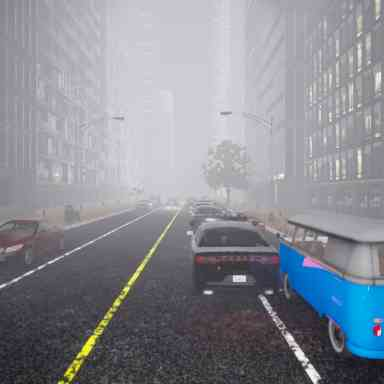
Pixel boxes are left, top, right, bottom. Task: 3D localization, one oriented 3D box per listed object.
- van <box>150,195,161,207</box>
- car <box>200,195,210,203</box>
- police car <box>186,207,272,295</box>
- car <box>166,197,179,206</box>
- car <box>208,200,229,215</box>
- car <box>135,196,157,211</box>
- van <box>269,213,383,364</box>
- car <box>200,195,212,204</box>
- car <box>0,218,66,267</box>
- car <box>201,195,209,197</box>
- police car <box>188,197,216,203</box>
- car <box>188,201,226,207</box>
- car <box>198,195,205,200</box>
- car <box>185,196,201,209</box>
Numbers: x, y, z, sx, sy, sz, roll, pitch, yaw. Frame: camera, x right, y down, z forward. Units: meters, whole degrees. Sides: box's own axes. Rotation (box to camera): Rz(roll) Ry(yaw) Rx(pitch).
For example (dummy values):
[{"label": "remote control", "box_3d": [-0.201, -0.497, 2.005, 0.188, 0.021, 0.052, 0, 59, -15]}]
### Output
[{"label": "van", "box_3d": [-5.760, 1.328, 51.240, 1.690, 1.788, 3.998, 0, 0, 0]}, {"label": "car", "box_3d": [2.597, 1.401, 68.325, 1.967, 1.590, 4.097, 0, 0, 0]}, {"label": "police car", "box_3d": [0.888, 1.425, 8.835, 1.930, 1.638, 5.238, 0, 0, 0]}, {"label": "car", "box_3d": [-3.073, 1.477, 52.770, 2.128, 1.511, 4.902, 0, 0, 0]}, {"label": "car", "box_3d": [2.643, 1.581, 34.171, 1.802, 1.307, 4.206, 0, 0, 0]}, {"label": "car", "box_3d": [-5.745, 1.548, 39.855, 2.008, 1.369, 4.403, 0, 0, 0]}, {"label": "van", "box_3d": [2.683, 1.341, 5.709, 1.690, 1.788, 3.998, 0, 0, 0]}, {"label": "car", "box_3d": [2.605, 1.410, 62.633, 1.967, 1.590, 4.097, 0, 0, 0]}, {"label": "car", "box_3d": [-5.706, 1.582, 11.392, 1.802, 1.307, 4.206, 0, 0, 0]}, {"label": "car", "box_3d": [2.628, 1.544, 45.555, 2.008, 1.369, 4.403, 0, 0, 0]}, {"label": "police car", "box_3d": [0.866, 1.425, 24.835, 1.930, 1.638, 5.238, 0, 0, 0]}, {"label": "car", "box_3d": [0.874, 1.478, 18.725, 1.882, 1.535, 5.008, 0, 0, 0]}, {"label": "car", "box_3d": [2.566, 1.463, 91.095, 1.887, 1.381, 4.507, 0, 0, 0]}, {"label": "car", "box_3d": [-0.052, 1.594, 45.802, 1.895, 1.301, 4.718, 0, 0, 0]}]
